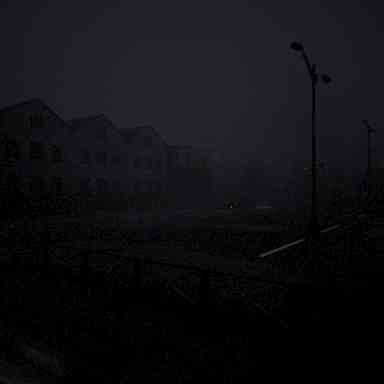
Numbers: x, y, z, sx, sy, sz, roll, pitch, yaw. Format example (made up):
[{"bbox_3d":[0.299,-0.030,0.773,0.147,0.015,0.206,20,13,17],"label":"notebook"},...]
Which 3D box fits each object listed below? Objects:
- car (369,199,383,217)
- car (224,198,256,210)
[{"bbox_3d":[15.518,1.298,26.752,2.007,1.523,4.514,0,0,35],"label":"car"},{"bbox_3d":[5.794,1.409,39.486,1.895,1.301,4.718,0,0,37],"label":"car"}]
